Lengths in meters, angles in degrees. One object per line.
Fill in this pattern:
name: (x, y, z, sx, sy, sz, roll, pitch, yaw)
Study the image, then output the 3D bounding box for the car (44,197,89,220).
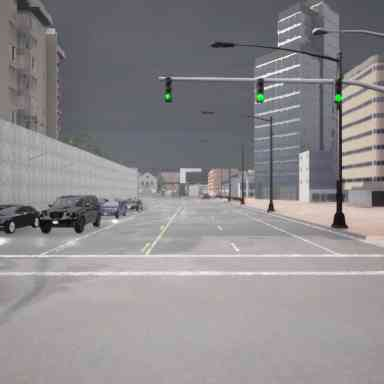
car: (-10.611, 1.352, 28.487, 2.097, 1.767, 4.553, 0, 0, 0)

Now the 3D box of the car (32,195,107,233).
car: (-7.104, 1.221, 20.051, 2.150, 2.045, 5.566, 0, 0, 0)

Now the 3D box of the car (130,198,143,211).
car: (-7.107, 1.491, 40.034, 2.128, 1.511, 4.902, 0, 0, 0)

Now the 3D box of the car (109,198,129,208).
car: (-10.576, 1.601, 48.365, 1.895, 1.301, 4.718, 0, 0, 0)

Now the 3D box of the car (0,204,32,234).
car: (-10.608, 1.505, 19.419, 1.837, 1.490, 4.892, 0, 0, 0)

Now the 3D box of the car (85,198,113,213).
car: (-10.609, 1.505, 38.305, 1.837, 1.490, 4.892, 0, 0, 0)

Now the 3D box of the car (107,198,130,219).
car: (-7.111, 1.526, 29.692, 1.812, 1.442, 4.674, 0, 0, 0)
